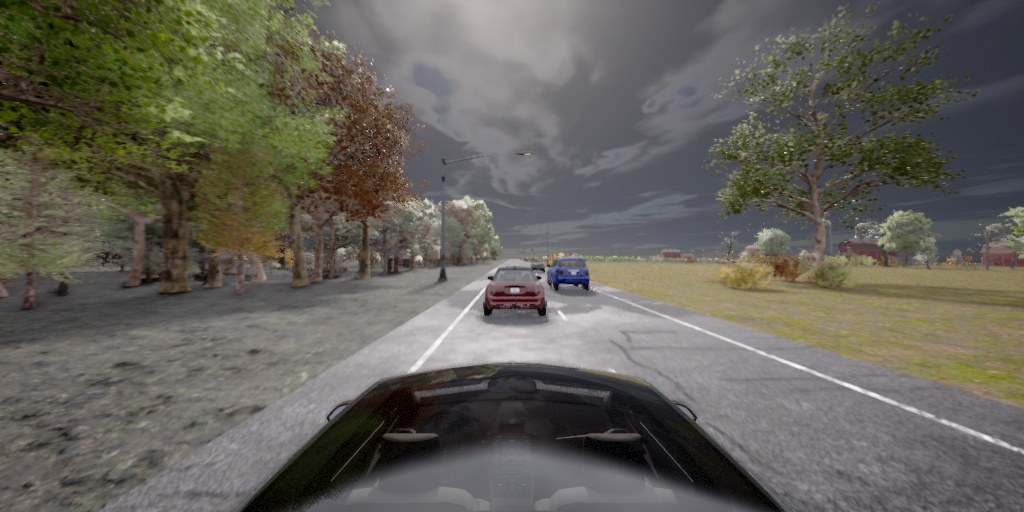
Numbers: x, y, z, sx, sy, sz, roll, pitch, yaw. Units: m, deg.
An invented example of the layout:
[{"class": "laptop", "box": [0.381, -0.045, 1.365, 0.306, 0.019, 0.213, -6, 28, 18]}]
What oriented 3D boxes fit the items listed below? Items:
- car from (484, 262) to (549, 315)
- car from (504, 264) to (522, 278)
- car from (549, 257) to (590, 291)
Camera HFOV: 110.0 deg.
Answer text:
[{"class": "car", "box": [0.100, 1.183, 14.075, 2.097, 1.767, 4.553, 0, 0, 0]}, {"class": "car", "box": [0.098, 1.582, 38.923, 1.895, 1.301, 4.718, 0, 0, 0]}, {"class": "car", "box": [3.599, 1.114, 23.548, 2.150, 2.045, 5.566, 0, 0, 0]}]
